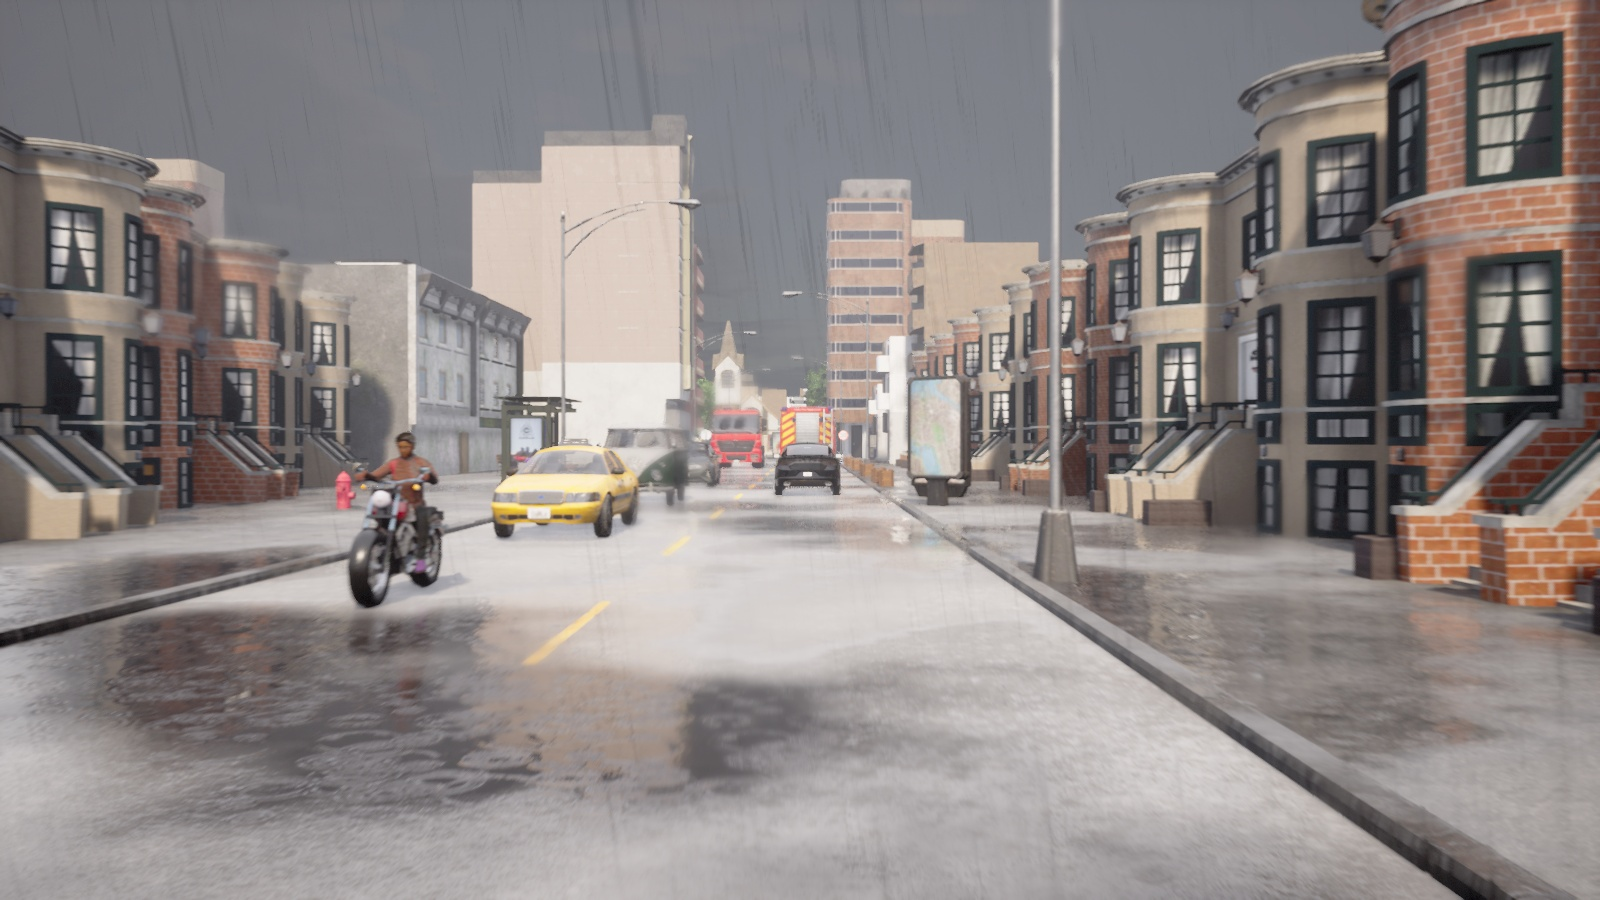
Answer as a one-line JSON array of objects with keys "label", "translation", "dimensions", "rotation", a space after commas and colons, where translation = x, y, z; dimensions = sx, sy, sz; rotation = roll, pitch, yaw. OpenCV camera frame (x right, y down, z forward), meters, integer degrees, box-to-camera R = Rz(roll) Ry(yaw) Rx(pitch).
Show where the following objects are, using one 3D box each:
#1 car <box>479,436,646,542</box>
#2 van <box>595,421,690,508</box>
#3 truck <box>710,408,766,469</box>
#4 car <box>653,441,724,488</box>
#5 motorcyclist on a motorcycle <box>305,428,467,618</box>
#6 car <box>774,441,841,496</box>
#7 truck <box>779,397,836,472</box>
[{"label": "car", "translation": [-3.864, 0.561, 21.367], "dimensions": [1.801, 1.575, 5.366], "rotation": [0, 0, 0]}, {"label": "van", "translation": [-3.809, 0.321, 31.005], "dimensions": [1.775, 1.987, 4.442], "rotation": [0, 0, 0]}, {"label": "truck", "translation": [-3.585, -0.660, 74.500], "dimensions": [2.891, 3.462, 7.936], "rotation": [0, 0, 0]}, {"label": "car", "translation": [-3.743, 0.448, 42.790], "dimensions": [2.007, 1.525, 4.514], "rotation": [0, 0, 0]}, {"label": "motorcyclist on a motorcycle", "translation": [-3.916, 0.625, 12.108], "dimensions": [0.766, 1.649, 2.350], "rotation": [0, 0, 0]}, {"label": "car", "translation": [0.228, 0.511, 37.638], "dimensions": [1.882, 1.535, 5.008], "rotation": [0, 0, 0]}, {"label": "truck", "translation": [0.391, -0.804, 68.260], "dimensions": [2.891, 3.827, 8.468], "rotation": [0, 0, 0]}]
